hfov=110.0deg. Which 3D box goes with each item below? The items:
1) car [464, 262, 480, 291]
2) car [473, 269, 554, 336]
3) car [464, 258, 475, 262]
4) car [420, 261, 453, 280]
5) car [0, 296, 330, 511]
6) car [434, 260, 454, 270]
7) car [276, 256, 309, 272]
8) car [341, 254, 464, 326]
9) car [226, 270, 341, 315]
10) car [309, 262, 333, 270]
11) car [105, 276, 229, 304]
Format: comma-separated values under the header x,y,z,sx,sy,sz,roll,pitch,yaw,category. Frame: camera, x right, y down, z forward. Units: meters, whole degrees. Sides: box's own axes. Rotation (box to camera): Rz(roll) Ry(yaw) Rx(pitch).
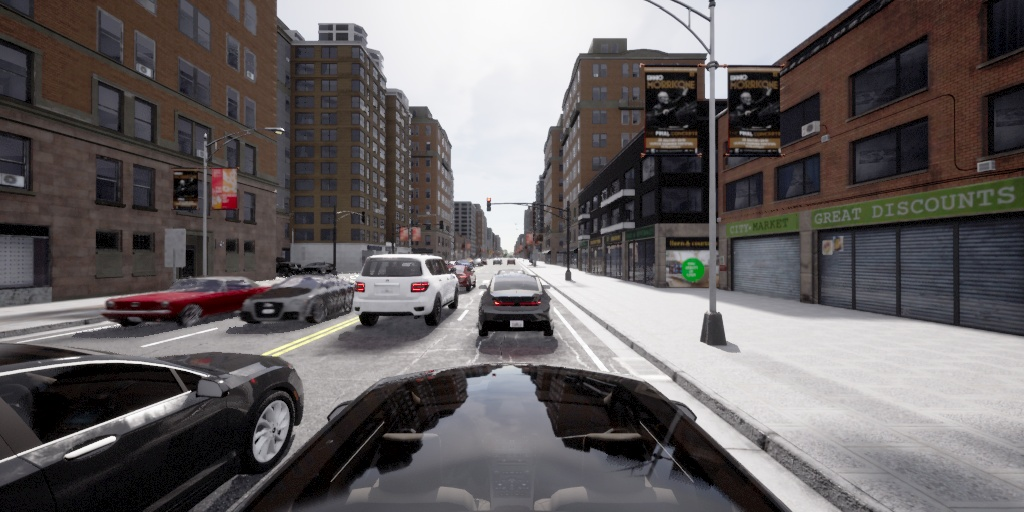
x,y,z,sx,sy,sz,roll,pitch,yaw,category
-3.248,1.279,21.556,1.812,1.442,4.674,0,0,0,car
0.085,1.256,10.348,1.837,1.490,4.892,0,0,0,car
-6.694,1.293,50.619,1.812,1.442,4.674,0,0,0,car
-6.662,1.234,32.192,1.882,1.535,5.008,0,0,0,car
-3.153,1.255,1.903,1.837,1.490,4.892,0,0,0,car
-9.950,1.317,52.824,2.033,1.411,5.357,0,0,0,car
-23.555,0.973,35.212,5.566,2.045,2.150,0,0,0,car
-3.173,0.972,11.856,2.150,2.045,5.566,0,0,1,car
-6.622,1.315,11.734,1.994,1.385,4.181,0,0,0,car
-22.227,1.346,40.689,4.313,1.339,1.948,0,0,0,car
-9.871,1.352,11.590,1.895,1.301,4.718,0,0,0,car
